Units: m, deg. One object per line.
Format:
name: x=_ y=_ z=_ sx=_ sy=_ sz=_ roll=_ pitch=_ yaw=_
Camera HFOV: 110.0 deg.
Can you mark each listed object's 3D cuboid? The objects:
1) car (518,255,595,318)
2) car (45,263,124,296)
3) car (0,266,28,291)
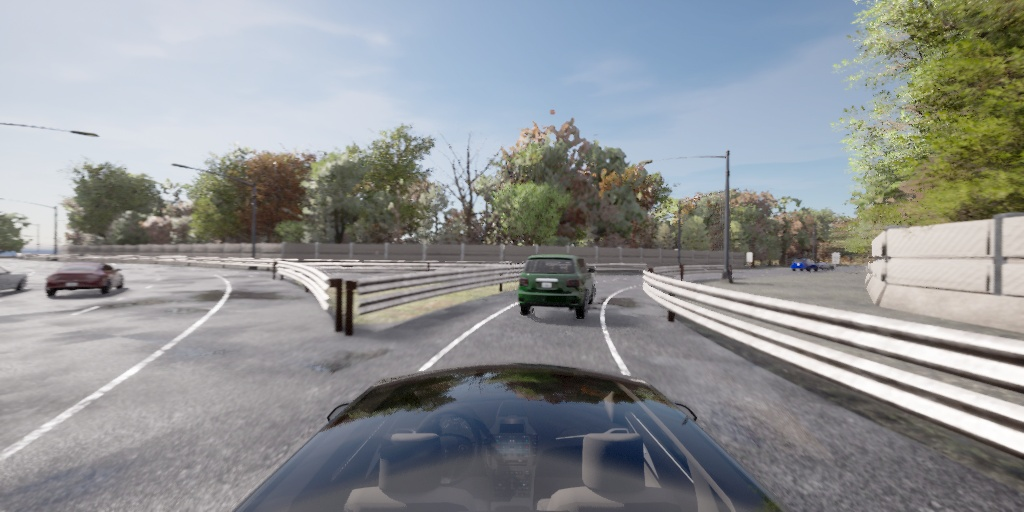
car: x=1.820 y=0.979 z=13.435 sx=2.150 sy=2.045 sz=5.566 roll=0 pitch=0 yaw=17
car: x=-20.307 y=1.030 z=17.182 sx=1.812 sy=1.442 sz=4.674 roll=1 pitch=0 yaw=-39
car: x=-23.720 y=1.068 z=15.844 sx=1.895 sy=1.301 sz=4.718 roll=1 pitch=0 yaw=-39
